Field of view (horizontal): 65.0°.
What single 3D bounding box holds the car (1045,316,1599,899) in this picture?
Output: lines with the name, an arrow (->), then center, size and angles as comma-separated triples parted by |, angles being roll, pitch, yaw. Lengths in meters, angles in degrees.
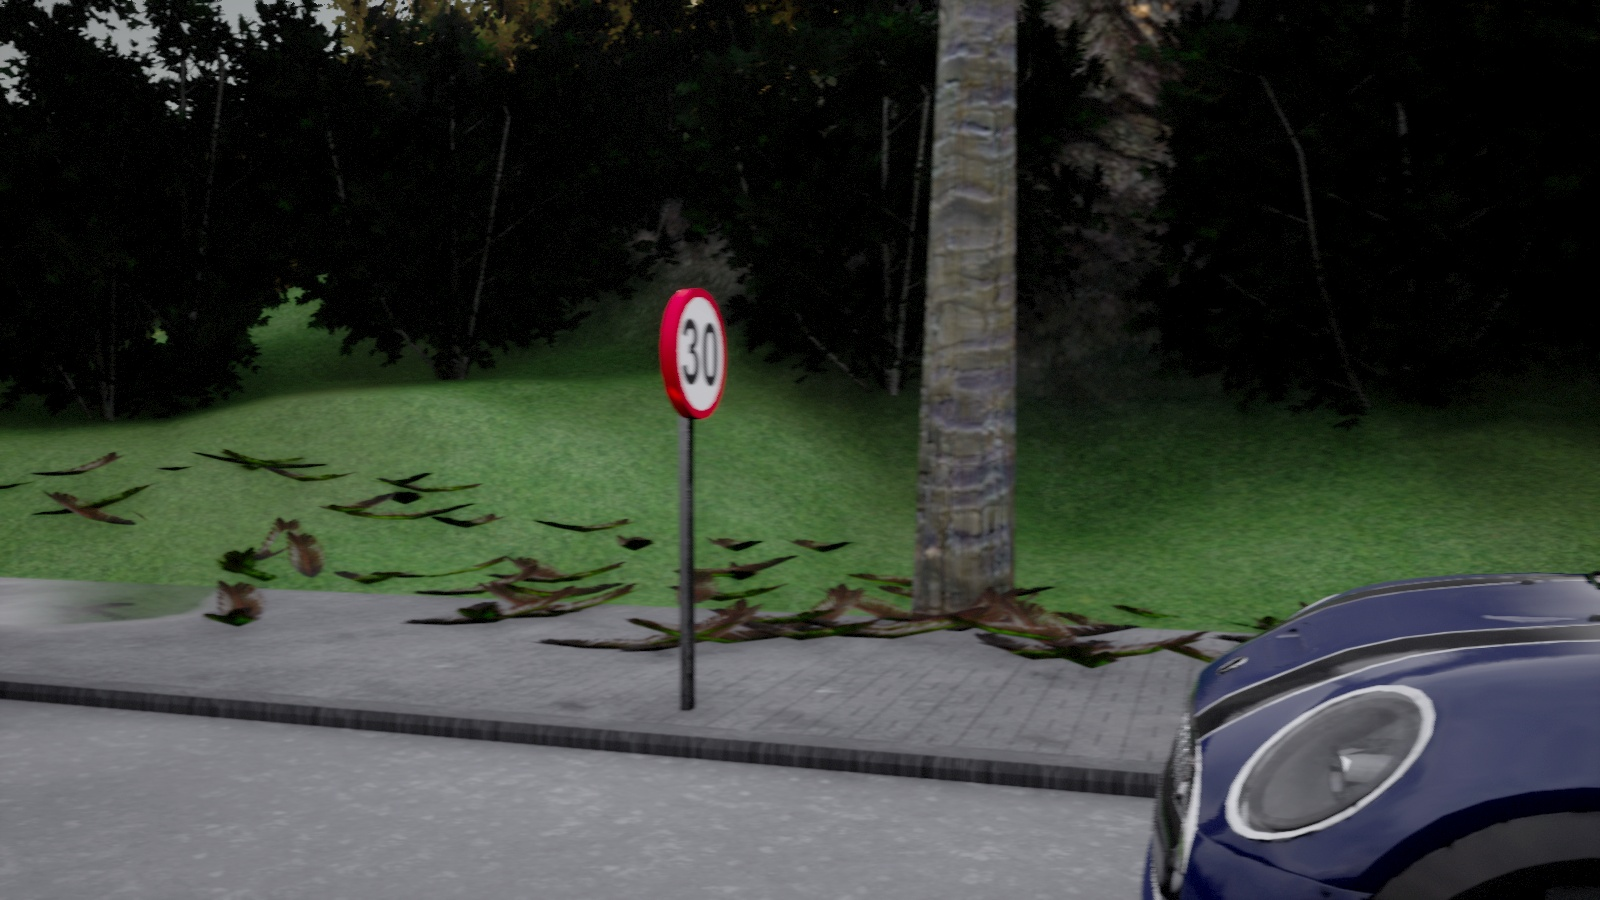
car -> 2.972, 0.653, 2.718 | 4.553, 1.767, 2.097 | 1, 1, 19
